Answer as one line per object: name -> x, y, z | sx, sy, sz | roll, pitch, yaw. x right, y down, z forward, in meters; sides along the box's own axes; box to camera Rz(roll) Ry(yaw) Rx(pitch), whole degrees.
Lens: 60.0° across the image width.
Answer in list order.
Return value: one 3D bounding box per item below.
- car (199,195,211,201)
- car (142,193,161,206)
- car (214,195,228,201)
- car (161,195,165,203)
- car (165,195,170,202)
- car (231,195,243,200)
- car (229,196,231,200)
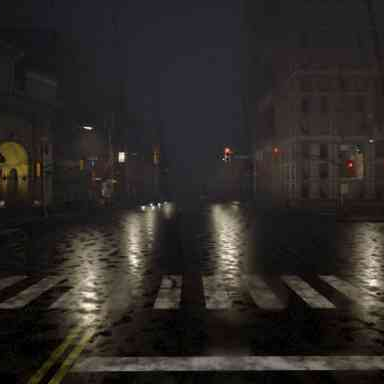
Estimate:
car -> 3.287, 1.524, 85.339 | 1.812, 1.442, 4.674 | 0, 0, 22
car -> -7.076, 1.221, 56.486 | 2.150, 2.045, 5.566 | 0, 0, 0
car -> 7.088, 1.525, 85.317 | 2.128, 1.511, 4.902 | 0, 0, 25
car -> -7.009, 1.505, 66.178 | 1.837, 1.490, 4.892 | 0, 0, 1
car -> -6.352, 1.478, 76.621 | 1.882, 1.535, 5.008 | 0, 0, 7
car -> 12.455, 1.500, 94.111 | 1.837, 1.490, 4.892 | 0, 0, 41
car -> 8.234, 1.466, 94.330 | 1.882, 1.535, 5.008 | 0, 0, 38
